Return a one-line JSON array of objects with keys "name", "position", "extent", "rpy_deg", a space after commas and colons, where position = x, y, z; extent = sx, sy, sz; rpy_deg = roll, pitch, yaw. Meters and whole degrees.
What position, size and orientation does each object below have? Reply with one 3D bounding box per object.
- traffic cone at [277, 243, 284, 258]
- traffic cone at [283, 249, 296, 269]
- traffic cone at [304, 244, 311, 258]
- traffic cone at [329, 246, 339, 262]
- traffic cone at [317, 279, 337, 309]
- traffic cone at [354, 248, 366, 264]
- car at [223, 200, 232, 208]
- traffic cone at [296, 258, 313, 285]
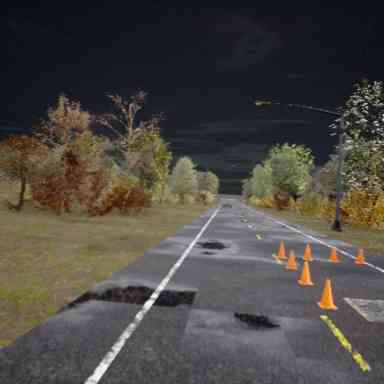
[{"name": "traffic cone", "position": [3.586, 2.310, 13.252], "extent": [0.340, 0.580, 0.340], "rpy_deg": [3, -1, 6]}, {"name": "traffic cone", "position": [3.380, 2.275, 11.263], "extent": [0.340, 0.580, 0.340], "rpy_deg": [3, -1, 6]}, {"name": "traffic cone", "position": [4.579, 2.364, 13.148], "extent": [0.340, 0.580, 0.340], "rpy_deg": [3, -1, 6]}, {"name": "traffic cone", "position": [5.572, 2.418, 13.044], "extent": [0.340, 0.580, 0.340], "rpy_deg": [3, -1, 6]}, {"name": "traffic cone", "position": [2.967, 2.206, 7.285], "extent": [0.340, 0.580, 0.340], "rpy_deg": [3, -1, 6]}, {"name": "traffic cone", "position": [6.565, 2.472, 12.940], "extent": [0.340, 0.580, 0.340], "rpy_deg": [3, -1, 6]}, {"name": "car", "position": [8.356, 2.742, 78.354], "extent": [2.097, 1.767, 4.553], "rpy_deg": [3, -1, 6]}, {"name": "traffic cone", "position": [3.173, 2.241, 9.274], "extent": [0.340, 0.580, 0.340], "rpy_deg": [3, -1, 6]}]
